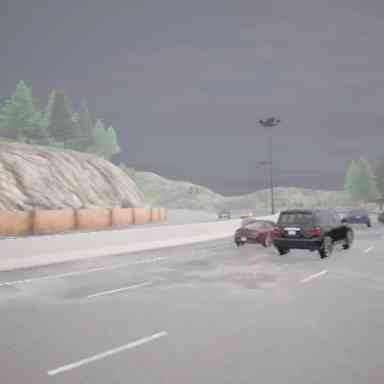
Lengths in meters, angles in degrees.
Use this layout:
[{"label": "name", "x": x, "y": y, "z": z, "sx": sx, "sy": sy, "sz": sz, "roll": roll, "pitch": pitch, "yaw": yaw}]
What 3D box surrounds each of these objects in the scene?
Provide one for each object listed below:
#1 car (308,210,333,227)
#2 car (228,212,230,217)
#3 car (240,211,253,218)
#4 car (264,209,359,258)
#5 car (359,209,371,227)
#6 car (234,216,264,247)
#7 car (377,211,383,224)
[{"label": "car", "x": 13.754, "y": 2.797, "z": 35.479, "sx": 2.128, "sy": 1.511, "sz": 4.902, "roll": -3, "pitch": -3, "yaw": 24}, {"label": "car", "x": 5.481, "y": 3.685, "z": 55.071, "sx": 2.128, "sy": 1.511, "sz": 4.902, "roll": -2, "pitch": -3, "yaw": 11}, {"label": "car", "x": 8.923, "y": 3.839, "z": 54.397, "sx": 1.882, "sy": 1.535, "sz": 5.008, "roll": -2, "pitch": -3, "yaw": 11}, {"label": "car", "x": 5.819, "y": 1.814, "z": 15.675, "sx": 2.150, "sy": 2.045, "sz": 5.566, "roll": -4, "pitch": -3, "yaw": 40}, {"label": "car", "x": 16.587, "y": 2.482, "z": 33.344, "sx": 2.097, "sy": 1.767, "sz": 4.553, "roll": -3, "pitch": -3, "yaw": 25}, {"label": "car", "x": 4.106, "y": 2.328, "z": 19.172, "sx": 1.812, "sy": 1.442, "sz": 4.674, "roll": -3, "pitch": -3, "yaw": 38}, {"label": "car", "x": 21.532, "y": 2.696, "z": 36.215, "sx": 1.994, "sy": 1.385, "sz": 4.181, "roll": -3, "pitch": -3, "yaw": 22}]
